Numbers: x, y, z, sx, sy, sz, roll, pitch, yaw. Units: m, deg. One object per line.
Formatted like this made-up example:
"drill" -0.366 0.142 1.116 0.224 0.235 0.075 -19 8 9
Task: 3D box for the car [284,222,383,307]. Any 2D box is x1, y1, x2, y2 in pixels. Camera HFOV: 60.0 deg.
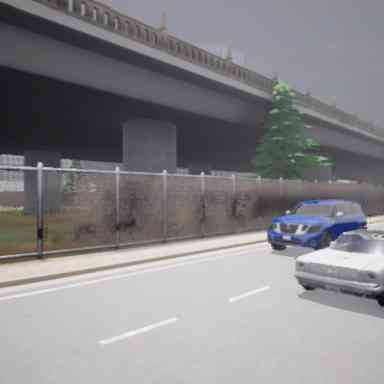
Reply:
"car" 4.474 1.669 8.290 4.718 1.301 1.895 0 -1 -43

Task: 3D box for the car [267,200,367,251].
"car" 5.462 1.347 13.996 5.566 2.045 2.150 1 -1 -43
